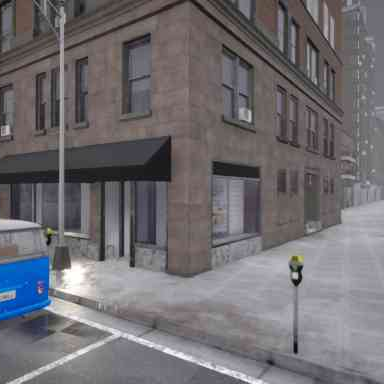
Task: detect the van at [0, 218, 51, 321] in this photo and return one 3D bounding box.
[{"bbox_3d":[-4.319,1.340,6.103,3.998,1.788,1.690,0,0,35],"label":"van"}]
